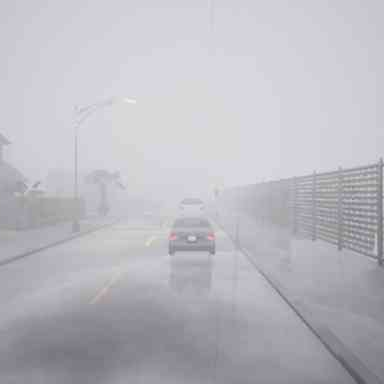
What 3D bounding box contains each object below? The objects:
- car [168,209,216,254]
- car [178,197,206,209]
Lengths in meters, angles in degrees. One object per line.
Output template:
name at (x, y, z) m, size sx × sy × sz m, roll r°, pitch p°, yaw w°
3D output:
car at (0.001, 1.678, 13.992) m, size 2.033 × 1.411 × 5.357 m, roll 0°, pitch -1°, yaw 0°
car at (0.001, 1.487, 29.027) m, size 2.150 × 2.045 × 5.566 m, roll 0°, pitch 0°, yaw 0°
